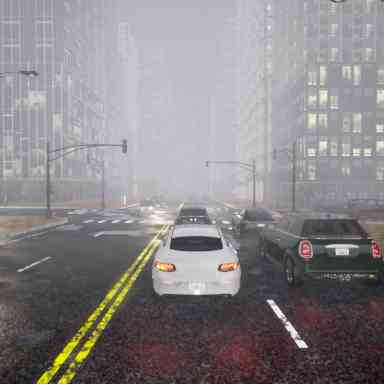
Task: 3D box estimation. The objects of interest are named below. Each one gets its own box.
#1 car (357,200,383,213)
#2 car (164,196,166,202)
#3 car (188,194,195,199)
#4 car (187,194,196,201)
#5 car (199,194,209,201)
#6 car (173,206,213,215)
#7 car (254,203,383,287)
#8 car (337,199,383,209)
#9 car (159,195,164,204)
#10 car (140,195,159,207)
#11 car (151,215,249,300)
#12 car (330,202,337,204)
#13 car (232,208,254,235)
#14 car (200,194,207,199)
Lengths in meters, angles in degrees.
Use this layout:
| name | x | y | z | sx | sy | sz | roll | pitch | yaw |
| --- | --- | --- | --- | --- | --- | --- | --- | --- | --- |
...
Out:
| name | x | y | z | sx | sy | sz | roll | pitch | yaw |
| --- | --- | --- | --- | --- | --- | --- | --- | --- | --- |
| car | 21.721 | 1.642 | 37.941 | 4.829 | 1.417 | 1.752 | 1 | 0 | 1 |
| car | -6.669 | 1.416 | 71.521 | 1.882 | 1.535 | 5.008 | 0 | 0 | 0 |
| car | -0.212 | 1.220 | 90.810 | 1.882 | 1.535 | 5.008 | 0 | 0 | 0 |
| car | -0.187 | 1.418 | 80.393 | 1.837 | 1.490 | 4.892 | 0 | 0 | 0 |
| car | 3.063 | 1.396 | 80.400 | 1.882 | 1.535 | 5.008 | 0 | 0 | 0 |
| car | 0.060 | 1.495 | 17.477 | 1.837 | 1.490 | 4.892 | 0 | 0 | 0 |
| car | 3.329 | 1.348 | 9.504 | 2.097 | 1.767 | 4.553 | 0 | 0 | 0 |
| car | 16.132 | 1.519 | 29.641 | 5.009 | 1.841 | 2.192 | 1 | 0 | 1 |
| car | -6.711 | 1.430 | 61.146 | 1.882 | 1.535 | 5.008 | 0 | 0 | 1 |
| car | -6.709 | 1.528 | 50.821 | 1.994 | 1.385 | 4.181 | 0 | 0 | 0 |
| car | 0.083 | 1.522 | 8.228 | 1.812 | 1.442 | 4.674 | 0 | 0 | 0 |
| car | 15.072 | 1.702 | 35.427 | 4.718 | 1.301 | 1.895 | 0 | 1 | 0 |
| car | 3.307 | 1.555 | 17.890 | 1.994 | 1.385 | 4.181 | 0 | 0 | 0 |
| car | 3.038 | 1.266 | 90.817 | 1.812 | 1.442 | 4.674 | 0 | 0 | 0 |
